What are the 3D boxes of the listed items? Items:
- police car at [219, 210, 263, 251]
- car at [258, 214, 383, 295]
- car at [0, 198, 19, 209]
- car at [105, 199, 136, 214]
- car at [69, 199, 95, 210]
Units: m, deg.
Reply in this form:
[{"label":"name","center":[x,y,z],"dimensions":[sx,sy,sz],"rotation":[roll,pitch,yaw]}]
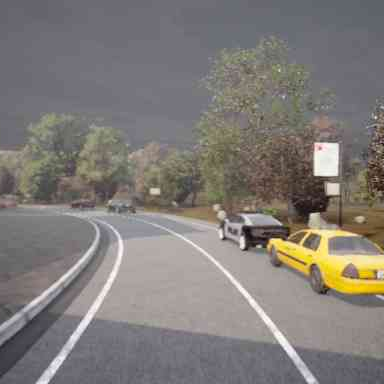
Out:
[{"label":"police car","center":[2.689,1.653,15.564],"dimensions":[1.930,1.638,5.238],"rotation":[2,0,-12]},{"label":"car","center":[3.715,1.687,9.456],"dimensions":[1.801,1.575,5.366],"rotation":[2,0,-7]},{"label":"car","center":[-30.695,1.841,55.241],"dimensions":[4.553,1.767,2.097],"rotation":[-1,2,37]},{"label":"car","center":[-8.249,1.525,38.048],"dimensions":[2.097,1.767,4.553],"rotation":[-1,0,-35]},{"label":"car","center":[-15.637,1.680,47.097],"dimensions":[5.008,1.535,1.882],"rotation":[-1,1,43]}]
